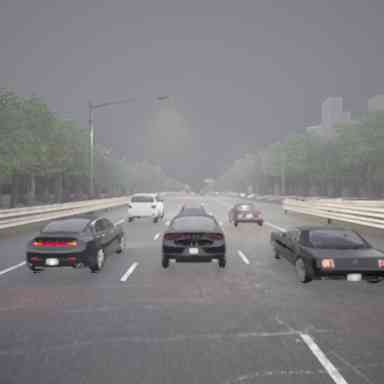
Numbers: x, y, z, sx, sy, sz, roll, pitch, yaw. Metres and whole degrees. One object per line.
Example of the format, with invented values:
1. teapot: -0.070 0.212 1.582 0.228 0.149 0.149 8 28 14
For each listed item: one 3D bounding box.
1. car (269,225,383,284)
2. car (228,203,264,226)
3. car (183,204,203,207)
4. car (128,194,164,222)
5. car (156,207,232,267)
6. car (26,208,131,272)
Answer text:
1. car: 3.566 1.577 9.467 1.895 1.301 4.718 0 0 1
2. car: 3.554 1.479 22.624 2.033 1.411 5.357 0 0 1
3. car: 0.076 1.521 24.955 1.895 1.301 4.718 0 0 1
4. car: -3.423 1.142 25.353 2.150 2.045 5.566 0 1 0
5. car: 0.074 1.451 11.327 1.882 1.535 5.008 0 -1 1
6. car: -3.430 1.479 10.624 1.837 1.490 4.892 0 0 0
